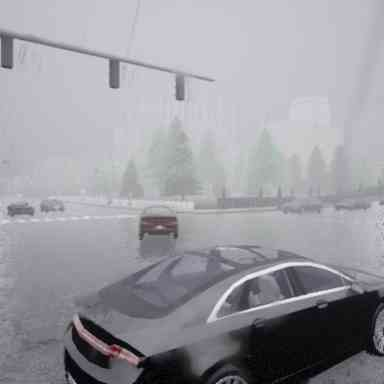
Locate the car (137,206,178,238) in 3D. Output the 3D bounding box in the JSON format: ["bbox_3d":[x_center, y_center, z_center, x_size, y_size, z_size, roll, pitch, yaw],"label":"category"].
[{"bbox_3d":[-1.846,1.463,17.589,1.882,1.535,5.008,1,0,-9],"label":"car"}]

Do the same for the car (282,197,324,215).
[{"bbox_3d":[11.152,1.303,33.403,4.553,1.767,2.097,0,0,-35],"label":"car"}]

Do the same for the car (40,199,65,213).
[{"bbox_3d":[-15.326,1.476,36.477,2.128,1.511,4.902,0,0,-33],"label":"car"}]

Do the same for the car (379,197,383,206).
[{"bbox_3d":[26.770,1.081,44.431,4.181,1.385,1.994,-4,2,-35],"label":"car"}]

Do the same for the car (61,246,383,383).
[{"bbox_3d":[0.905,1.486,4.389,4.902,1.511,2.128,0,0,-35],"label":"car"}]

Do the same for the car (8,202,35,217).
[{"bbox_3d":[-16.077,1.591,31.236,1.895,1.301,4.718,0,0,-33],"label":"car"}]

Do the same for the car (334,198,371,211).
[{"bbox_3d":[18.822,1.443,38.810,5.357,1.411,2.033,-1,1,-35],"label":"car"}]
